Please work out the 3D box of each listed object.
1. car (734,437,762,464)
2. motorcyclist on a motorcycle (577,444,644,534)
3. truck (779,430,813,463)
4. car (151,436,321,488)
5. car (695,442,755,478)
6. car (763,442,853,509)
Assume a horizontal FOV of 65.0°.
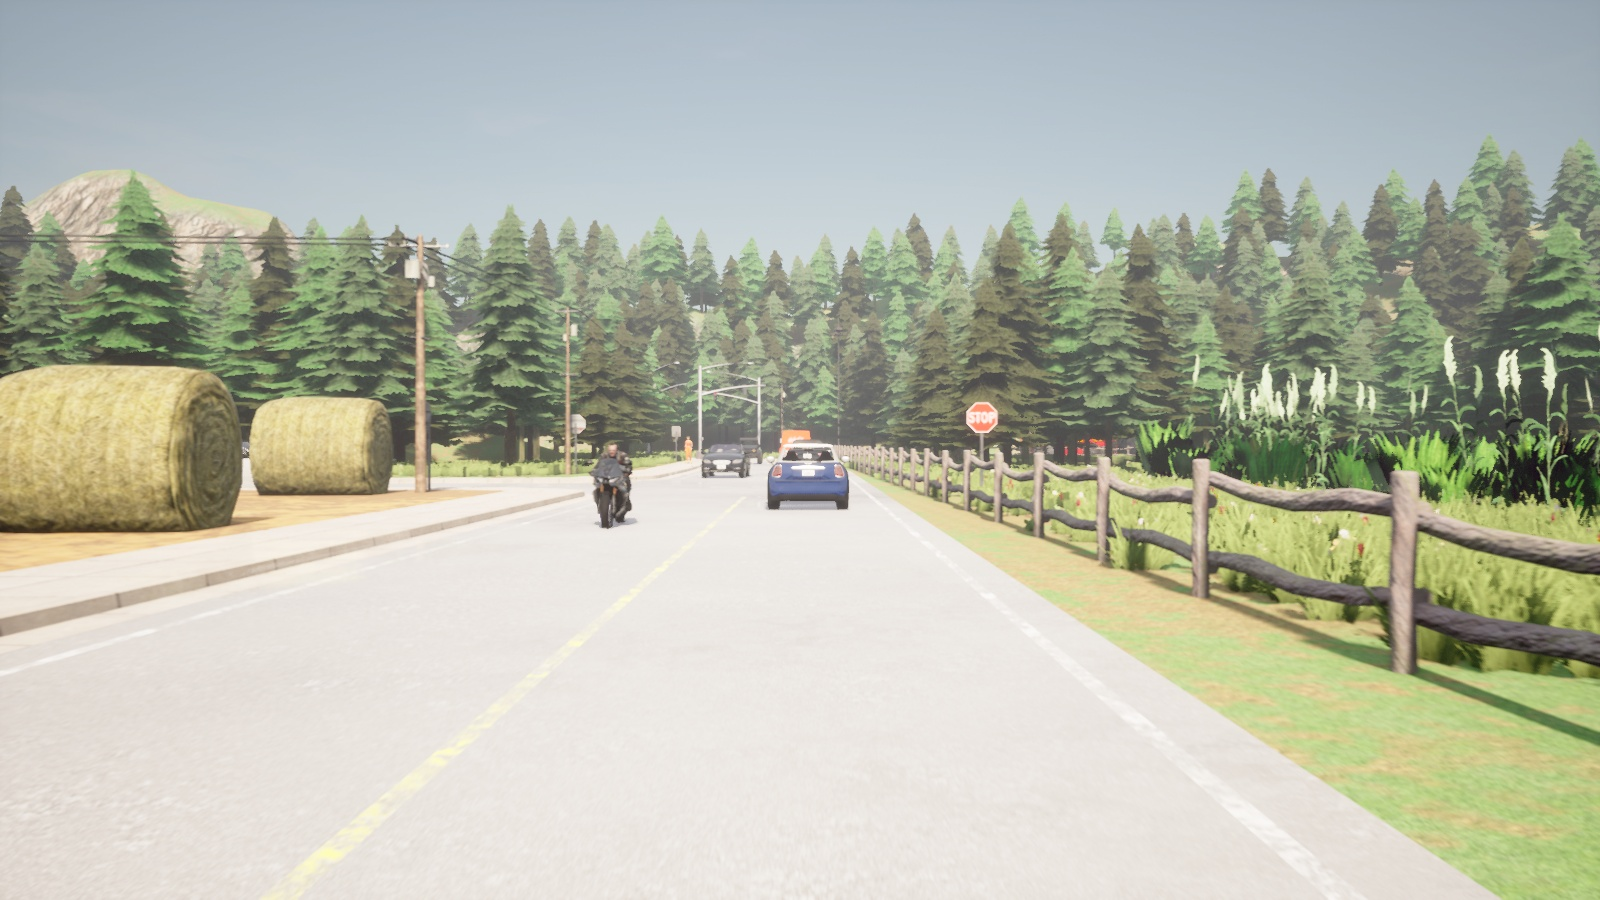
[{"bbox_3d":[-3.643,0.046,88.888,1.905,1.878,3.866,0,0,-1],"label":"car"},{"bbox_3d":[-3.355,0.652,22.439,0.866,1.530,2.191,0,0,0],"label":"motorcyclist on a motorcycle"},{"bbox_3d":[-0.355,-0.288,98.594,2.627,2.467,5.204,0,0,-1],"label":"truck"},{"bbox_3d":[-18.527,0.377,41.425,4.611,1.667,2.242,0,0,-2],"label":"car"},{"bbox_3d":[-3.191,0.394,54.336,2.128,1.511,4.902,0,0,2],"label":"car"},{"bbox_3d":[0.185,0.546,29.353,1.970,1.475,3.806,0,0,0],"label":"car"}]
